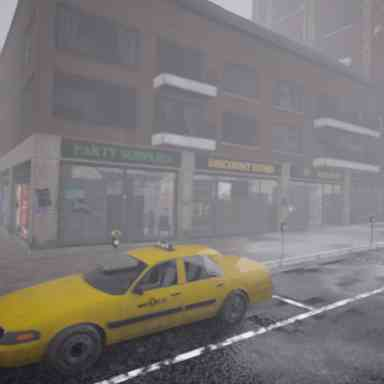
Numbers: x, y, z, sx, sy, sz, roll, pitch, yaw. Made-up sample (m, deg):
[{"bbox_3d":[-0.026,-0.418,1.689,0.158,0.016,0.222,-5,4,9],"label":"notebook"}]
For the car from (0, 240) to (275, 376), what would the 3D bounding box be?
[{"bbox_3d":[-0.694,1.535,5.569,4.829,1.417,1.752,0,2,-35],"label":"car"}]
